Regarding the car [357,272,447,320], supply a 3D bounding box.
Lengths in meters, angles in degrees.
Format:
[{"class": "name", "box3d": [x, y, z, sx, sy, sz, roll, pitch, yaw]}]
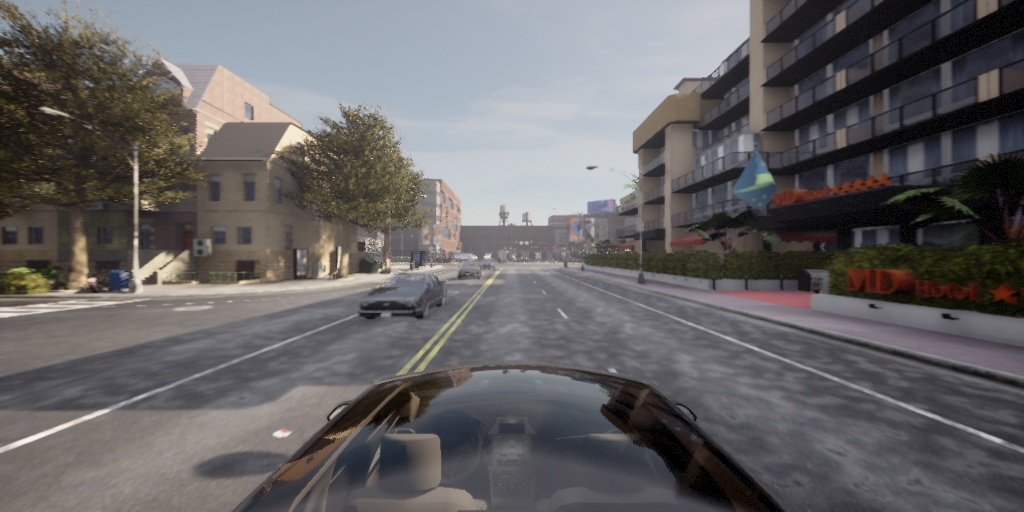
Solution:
[{"class": "car", "box3d": [-3.599, 1.297, 12.892, 2.033, 1.411, 5.357, 0, 0, 0]}]

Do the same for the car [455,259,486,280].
[{"class": "car", "box3d": [-3.588, 1.256, 31.525, 1.837, 1.490, 4.892, 0, -1, 0]}]

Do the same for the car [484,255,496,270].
[{"class": "car", "box3d": [-3.505, 1.100, 53.879, 2.097, 1.767, 4.553, 0, 0, 0]}]
